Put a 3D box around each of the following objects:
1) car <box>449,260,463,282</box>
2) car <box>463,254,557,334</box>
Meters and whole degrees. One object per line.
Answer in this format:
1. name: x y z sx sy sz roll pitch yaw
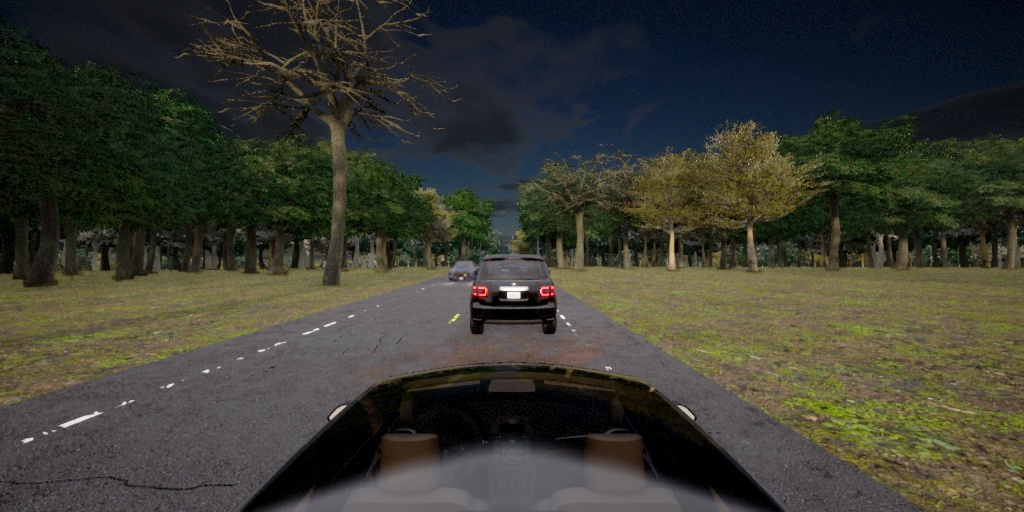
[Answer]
1. car: -3.858 1.119 29.390 2.097 1.767 4.553 0 0 -1
2. car: 0.017 0.978 10.745 2.150 2.045 5.566 0 0 -1
